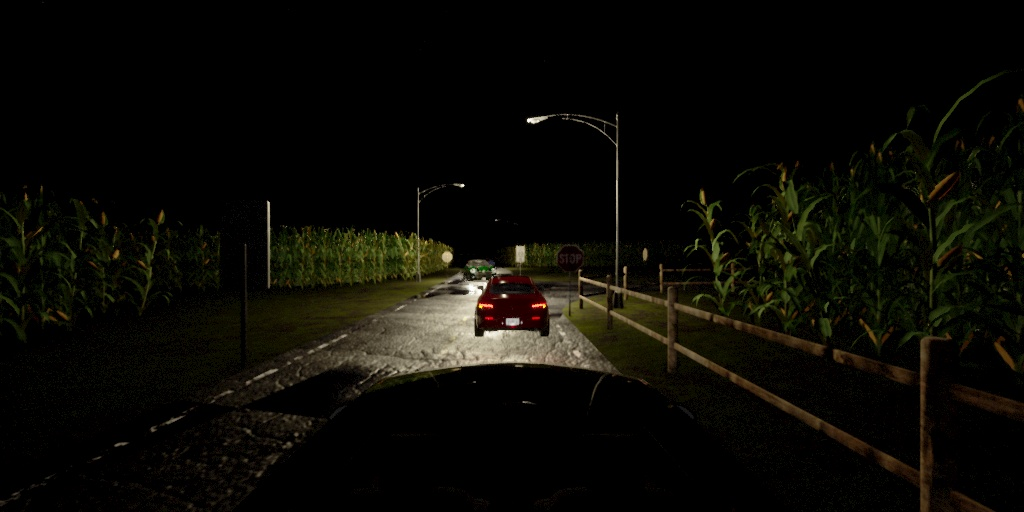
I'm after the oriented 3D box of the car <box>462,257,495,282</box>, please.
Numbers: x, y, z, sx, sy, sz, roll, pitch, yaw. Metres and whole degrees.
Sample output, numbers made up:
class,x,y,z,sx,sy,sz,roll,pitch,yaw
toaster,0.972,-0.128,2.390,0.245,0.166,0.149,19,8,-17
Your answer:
class,x,y,z,sx,sy,sz,roll,pitch,yaw
car,-2.659,1.090,28.496,2.097,1.767,4.553,0,0,-16

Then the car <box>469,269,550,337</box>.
class,x,y,z,sx,sy,sz,roll,pitch,yaw
car,-0.027,1.270,10.141,1.812,1.442,4.674,0,0,-1
